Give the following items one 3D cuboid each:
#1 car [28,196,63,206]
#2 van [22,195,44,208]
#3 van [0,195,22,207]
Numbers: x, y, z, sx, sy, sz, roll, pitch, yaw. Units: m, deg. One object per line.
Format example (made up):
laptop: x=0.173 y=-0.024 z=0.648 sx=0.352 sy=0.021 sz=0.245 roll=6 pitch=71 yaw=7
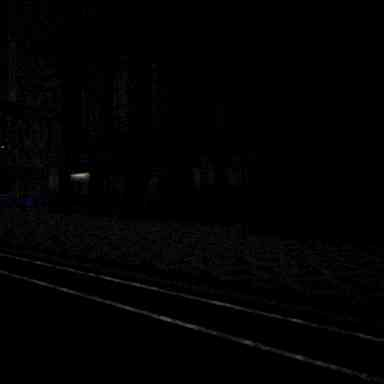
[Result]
car: x=-23.399 y=1.451 z=53.330 sx=1.752 sy=1.417 sz=4.829 roll=0 pitch=0 yaw=36
van: x=-19.659 y=1.270 z=43.930 sx=1.690 sy=1.788 sz=3.998 roll=0 pitch=0 yaw=36
van: x=-26.580 y=1.277 z=48.907 sx=1.690 sy=1.788 sz=3.998 roll=0 pitch=0 yaw=36
